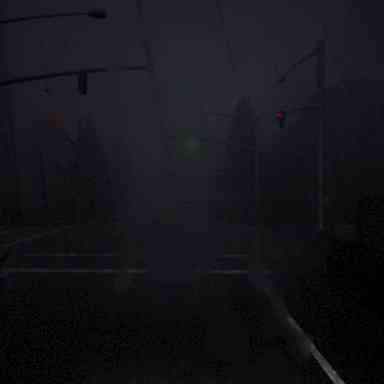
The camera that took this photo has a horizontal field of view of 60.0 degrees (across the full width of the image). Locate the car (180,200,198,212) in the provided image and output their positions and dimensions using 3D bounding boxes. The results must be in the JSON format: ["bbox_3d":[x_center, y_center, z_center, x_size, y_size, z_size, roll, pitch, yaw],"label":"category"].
[{"bbox_3d":[-0.349,1.773,42.498,1.837,1.490,4.892,0,0,-5],"label":"car"}]
